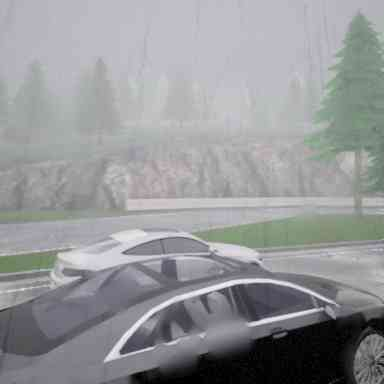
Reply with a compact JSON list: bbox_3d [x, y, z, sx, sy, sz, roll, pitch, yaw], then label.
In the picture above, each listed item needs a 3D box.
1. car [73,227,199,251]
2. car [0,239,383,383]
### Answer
[{"bbox_3d":[-0.532,1.504,7.200,4.674,1.442,1.812,0,0,-30],"label":"car"},{"bbox_3d":[0.270,1.481,3.657,4.902,1.511,2.128,0,0,-32],"label":"car"}]
